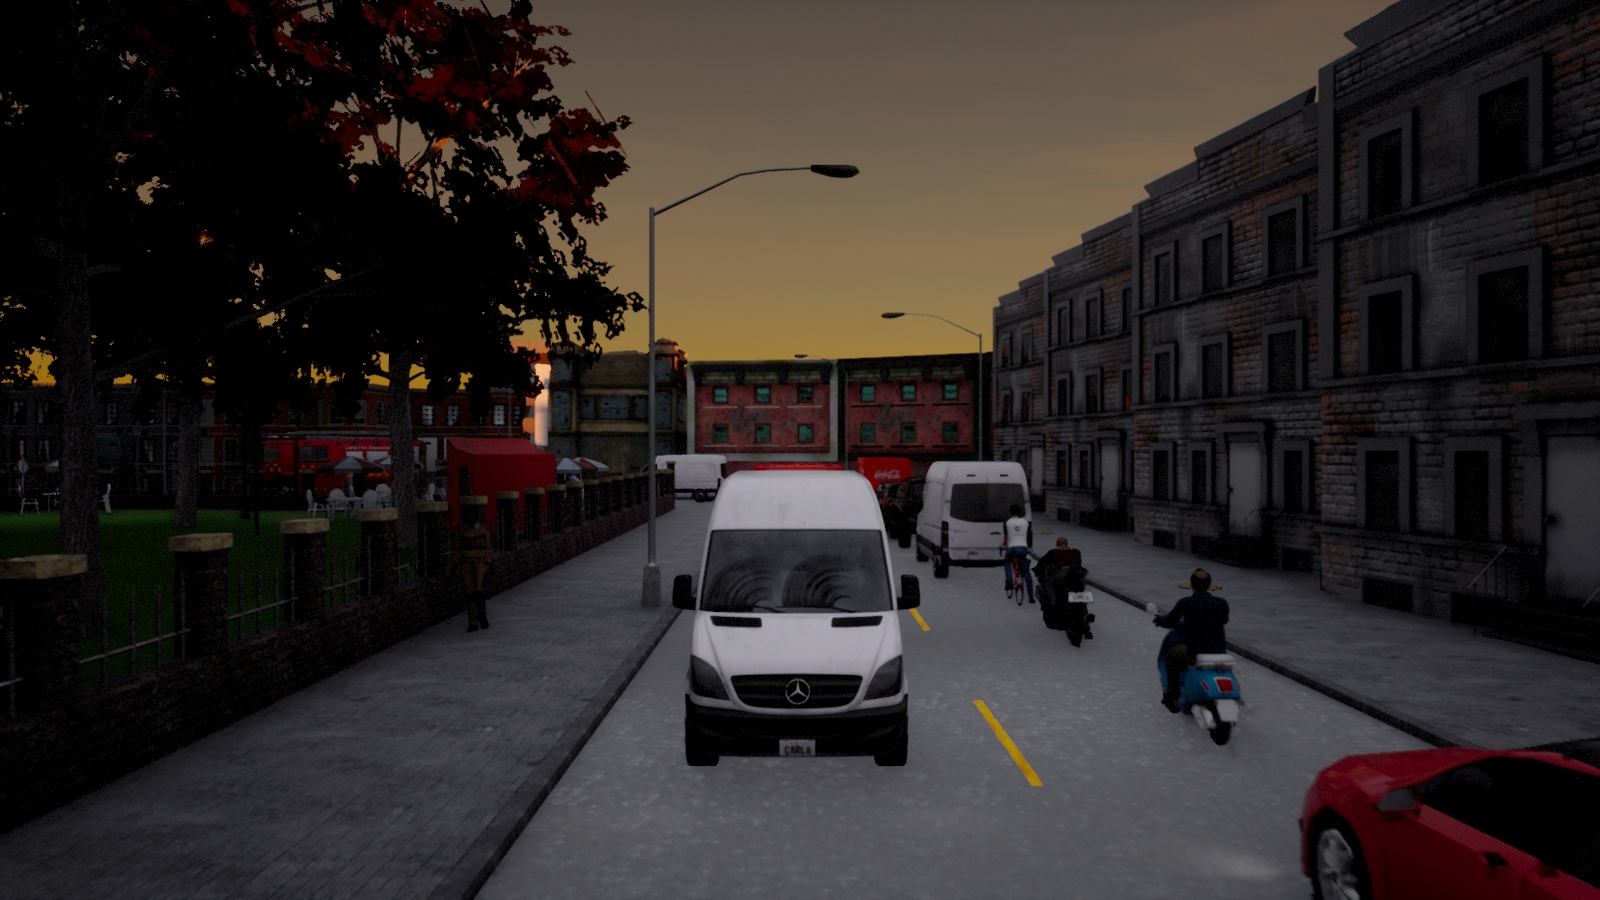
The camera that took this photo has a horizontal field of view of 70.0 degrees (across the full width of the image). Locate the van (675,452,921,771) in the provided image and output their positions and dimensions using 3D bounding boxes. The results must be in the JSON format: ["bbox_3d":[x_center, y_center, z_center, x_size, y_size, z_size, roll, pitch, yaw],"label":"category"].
[{"bbox_3d":[-0.027,1.314,12.209,1.988,2.561,5.915,0,0,0],"label":"van"}]

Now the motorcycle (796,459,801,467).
[{"bbox_3d":[-0.238,1.969,179.612,0.856,1.236,1.805,0,0,0],"label":"motorcycle"}]

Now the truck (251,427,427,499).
[{"bbox_3d":[-25.017,0.673,62.297,8.468,3.827,2.891,0,0,-1],"label":"truck"}]

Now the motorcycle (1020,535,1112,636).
[{"bbox_3d":[3.961,1.986,17.206,0.867,1.251,2.209,0,0,0],"label":"motorcycle"}]

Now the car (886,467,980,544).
[{"bbox_3d":[3.878,1.561,34.266,2.150,2.045,5.566,0,0,0],"label":"car"}]

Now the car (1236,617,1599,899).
[{"bbox_3d":[3.993,1.841,5.083,2.231,1.480,4.892,0,0,0],"label":"car"}]

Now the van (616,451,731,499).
[{"bbox_3d":[-6.868,1.318,62.191,5.915,2.561,1.988,0,0,10],"label":"van"}]

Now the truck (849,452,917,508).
[{"bbox_3d":[3.792,1.351,53.228,2.627,2.467,5.204,0,0,-2],"label":"truck"}]

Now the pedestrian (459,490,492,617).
[{"bbox_3d":[-4.830,1.526,17.006,0.375,1.860,0.375,0,0,0],"label":"pedestrian"}]

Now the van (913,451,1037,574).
[{"bbox_3d":[3.941,1.315,26.843,1.988,2.561,5.915,0,0,0],"label":"van"}]
